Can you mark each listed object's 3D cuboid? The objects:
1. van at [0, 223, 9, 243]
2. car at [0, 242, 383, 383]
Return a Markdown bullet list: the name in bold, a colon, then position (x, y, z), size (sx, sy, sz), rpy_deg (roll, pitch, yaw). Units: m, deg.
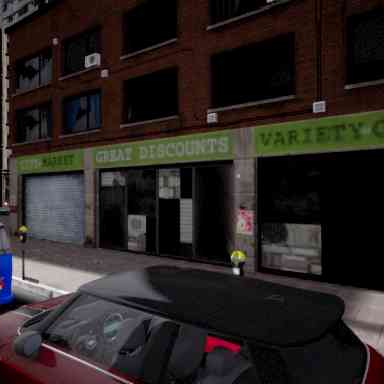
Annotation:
- **van**: position (-5.084, 1.343, 6.357), size (3.998, 1.788, 1.690), rpy_deg (0, 0, 36)
- **car**: position (-0.453, 1.440, 3.050), size (4.097, 1.590, 1.967), rpy_deg (0, 0, 36)
